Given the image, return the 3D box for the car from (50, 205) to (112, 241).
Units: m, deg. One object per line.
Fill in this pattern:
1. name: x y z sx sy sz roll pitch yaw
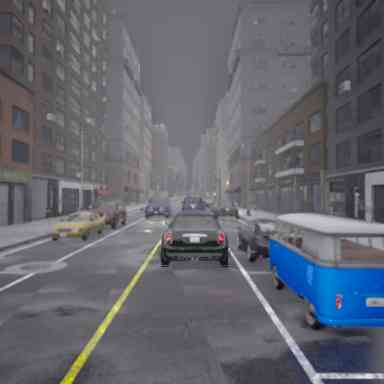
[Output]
1. car: -5.845 1.647 17.517 1.752 1.417 4.829 1 0 0

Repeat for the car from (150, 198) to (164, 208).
1. car: -5.836 1.858 56.136 1.967 1.590 4.097 0 0 0

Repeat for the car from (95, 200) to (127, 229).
1. car: -5.842 1.477 23.181 2.192 1.841 5.009 1 0 0

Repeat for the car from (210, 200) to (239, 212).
1. car: 3.121 1.575 31.242 2.097 1.767 4.553 0 0 0

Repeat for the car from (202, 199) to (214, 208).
1. car: 2.690 1.963 56.141 1.887 1.381 4.507 0 0 0

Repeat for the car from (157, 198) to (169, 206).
1. car: -5.833 1.950 67.123 1.967 1.590 4.097 0 0 0

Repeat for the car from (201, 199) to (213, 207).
1. car: 2.691 2.015 61.632 2.008 1.369 4.403 0 0 0

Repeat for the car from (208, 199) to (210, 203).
1. car: 3.159 1.801 38.271 1.812 1.442 4.674 0 0 0

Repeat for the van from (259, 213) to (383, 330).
1. van: 2.685 1.388 6.721 1.690 1.788 3.998 1 0 0

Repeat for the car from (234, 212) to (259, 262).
1. car: 2.684 1.636 12.211 2.008 1.369 4.403 1 0 0

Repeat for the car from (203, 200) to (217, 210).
1. car: 2.690 1.918 50.650 1.887 1.381 4.507 0 0 0

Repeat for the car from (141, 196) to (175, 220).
1. car: -3.092 1.445 31.428 2.150 2.045 5.566 0 0 0

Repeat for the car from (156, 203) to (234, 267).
1. car: 0.089 1.434 11.912 2.097 1.767 4.553 0 0 0

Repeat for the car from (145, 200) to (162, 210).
1. car: -5.838 1.924 50.643 2.008 1.369 4.403 0 0 0

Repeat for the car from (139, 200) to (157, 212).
1. car: -5.839 1.853 44.981 1.752 1.417 4.829 0 0 0

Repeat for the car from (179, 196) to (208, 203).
1. car: 0.107 1.453 32.538 2.150 2.045 5.566 0 0 0
